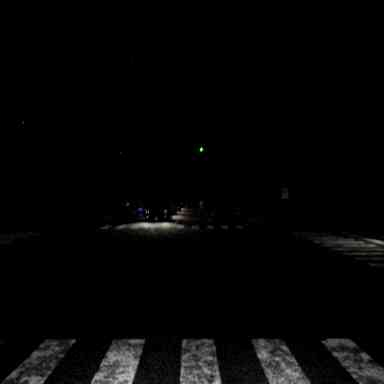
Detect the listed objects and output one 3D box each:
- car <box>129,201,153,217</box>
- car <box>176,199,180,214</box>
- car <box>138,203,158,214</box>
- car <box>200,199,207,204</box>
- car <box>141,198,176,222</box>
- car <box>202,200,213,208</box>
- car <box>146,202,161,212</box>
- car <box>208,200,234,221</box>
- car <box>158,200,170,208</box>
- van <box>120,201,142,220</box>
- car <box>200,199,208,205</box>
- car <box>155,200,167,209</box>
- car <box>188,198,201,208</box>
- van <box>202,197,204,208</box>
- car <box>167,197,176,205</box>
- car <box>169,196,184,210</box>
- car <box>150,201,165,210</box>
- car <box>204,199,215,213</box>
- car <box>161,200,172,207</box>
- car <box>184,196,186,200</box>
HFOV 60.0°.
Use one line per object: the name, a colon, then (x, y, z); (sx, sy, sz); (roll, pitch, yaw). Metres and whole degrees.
car: (-5.667, 1.890, 37.471); (1.967, 1.590, 4.097); (0, -1, 0)
car: (-2.892, 1.963, 40.441); (1.882, 1.535, 5.008); (0, -1, 1)
car: (-5.638, 2.084, 43.137); (1.947, 1.339, 4.313); (0, -1, 0)
car: (3.144, 2.677, 94.117); (1.947, 1.339, 4.313); (0, -1, 0)
car: (-2.984, 1.718, 30.506); (2.097, 1.767, 4.553); (0, -1, 2)
car: (3.002, 2.336, 65.773); (2.008, 1.369, 4.403); (0, -1, 0)
car: (-5.610, 2.167, 48.805); (1.802, 1.307, 4.206); (0, -1, 0)
car: (2.830, 1.822, 31.762); (1.967, 1.590, 4.097); (0, -1, 0)
car: (-5.524, 2.351, 65.808); (1.947, 1.339, 4.313); (0, -1, 0)
van: (-5.696, 1.723, 31.804); (1.690, 1.788, 3.998); (0, -1, 0)
car: (3.116, 2.612, 88.449); (1.947, 1.339, 4.313); (0, -1, 0)
car: (-5.553, 2.242, 59.971); (1.752, 1.417, 4.829); (0, -1, 0)
car: (0.398, 2.256, 61.061); (1.812, 1.442, 4.674); (0, -1, 0)
van: (2.944, 1.993, 54.438); (1.690, 1.788, 3.998); (0, -1, 0)
car: (-5.410, 2.361, 88.483); (2.192, 1.841, 5.009); (0, -1, 0)
car: (-2.836, 1.828, 50.571); (2.150, 2.045, 5.566); (0, -1, 1)
car: (-5.582, 2.218, 54.473); (1.947, 1.339, 4.313); (0, -1, 0)
car: (2.887, 1.958, 43.099); (1.967, 1.590, 4.097); (0, -1, 0)
car: (-5.495, 2.395, 71.476); (1.887, 1.381, 4.507); (0, -1, 0)
car: (-2.743, 2.079, 60.795); (2.097, 1.767, 4.553); (0, -1, 1)
